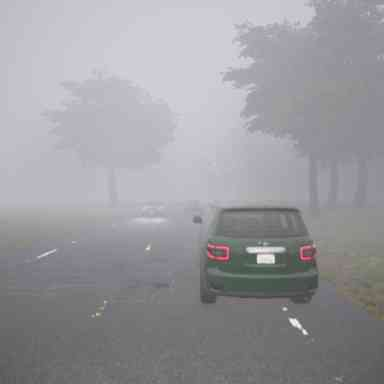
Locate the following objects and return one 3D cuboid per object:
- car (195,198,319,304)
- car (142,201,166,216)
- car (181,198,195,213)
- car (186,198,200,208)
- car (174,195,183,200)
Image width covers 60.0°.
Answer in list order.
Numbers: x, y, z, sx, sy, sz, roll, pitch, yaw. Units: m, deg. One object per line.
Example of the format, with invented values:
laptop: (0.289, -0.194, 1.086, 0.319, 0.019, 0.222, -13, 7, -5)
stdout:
car: (1.243, 1.209, 8.253, 2.150, 2.045, 5.566, 0, 0, 0)
car: (-3.531, 1.534, 31.427, 1.895, 1.301, 4.718, 0, 0, 0)
car: (0.149, 1.469, 35.884, 2.033, 1.411, 5.357, 0, 0, 0)
car: (0.130, 1.490, 47.215, 1.895, 1.301, 4.718, 0, 0, 0)
car: (-3.320, 1.327, 82.517, 2.033, 1.411, 5.357, 0, 0, 0)
